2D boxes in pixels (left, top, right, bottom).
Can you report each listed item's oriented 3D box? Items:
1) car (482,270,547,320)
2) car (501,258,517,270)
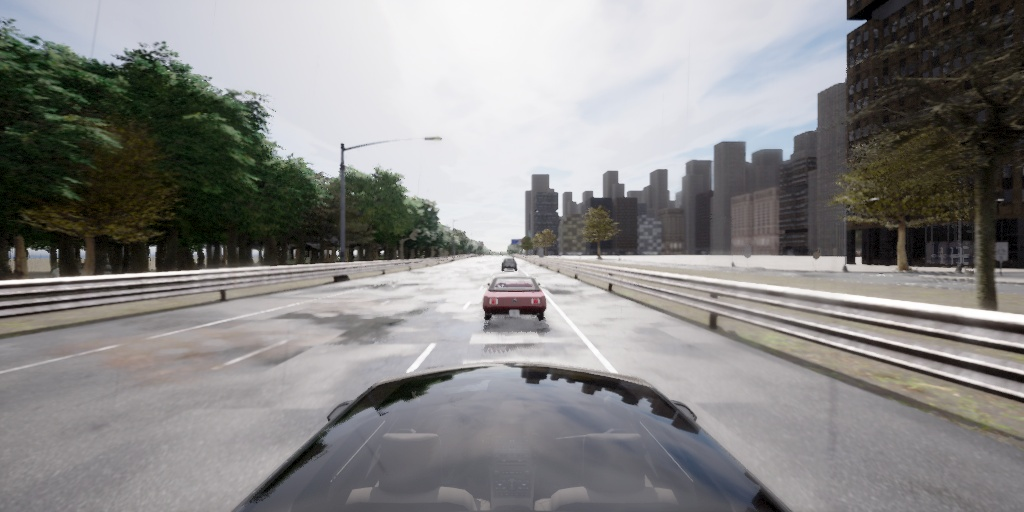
[{"bbox_3d":[0.064,1.327,12.488,1.895,1.301,4.718,0,0,0],"label":"car"},{"bbox_3d":[-0.357,0.994,45.437,2.033,1.649,4.856,0,0,-1],"label":"car"}]
